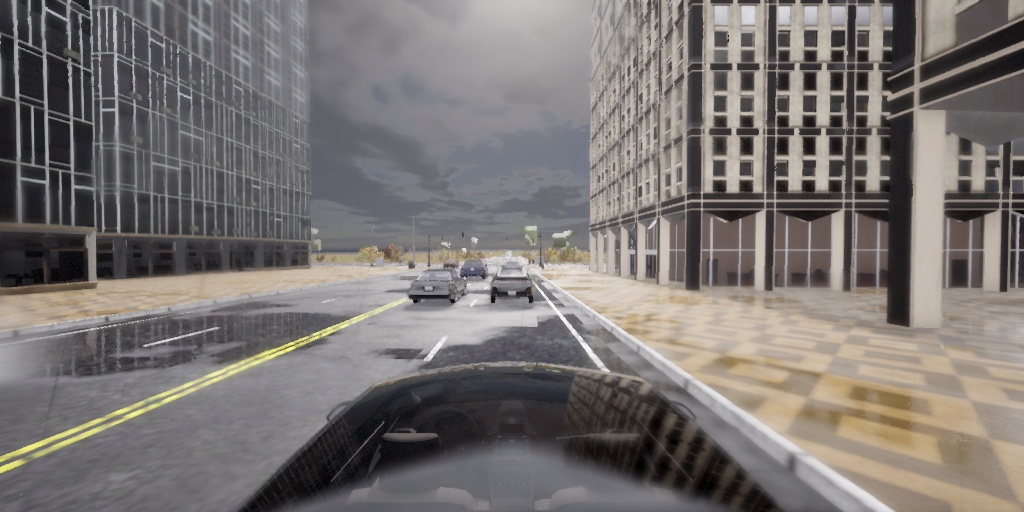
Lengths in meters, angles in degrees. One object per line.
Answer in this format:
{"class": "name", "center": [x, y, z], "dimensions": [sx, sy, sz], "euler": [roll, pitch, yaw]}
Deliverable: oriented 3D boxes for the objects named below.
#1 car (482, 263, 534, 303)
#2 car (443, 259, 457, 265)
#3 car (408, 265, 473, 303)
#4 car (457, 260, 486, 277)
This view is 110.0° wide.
{"class": "car", "center": [0.000, 1.237, 16.502], "dimensions": [2.128, 1.511, 4.902], "euler": [0, 0, 0]}
{"class": "car", "center": [-9.750, 1.208, 57.507], "dimensions": [1.882, 1.535, 5.008], "euler": [0, 0, 0]}
{"class": "car", "center": [-3.250, 1.306, 16.503], "dimensions": [2.033, 1.411, 5.357], "euler": [0, 0, 0]}
{"class": "car", "center": [-3.250, 1.098, 31.474], "dimensions": [2.097, 1.767, 4.553], "euler": [0, 0, 0]}
